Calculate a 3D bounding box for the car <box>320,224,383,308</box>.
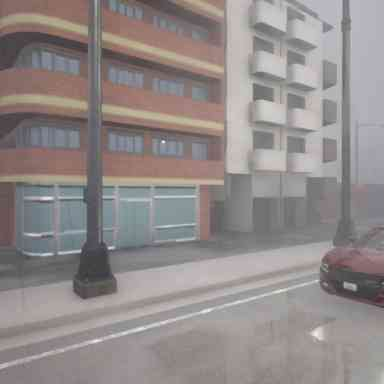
[{"bbox_3d":[4.935,1.477,7.617,5.008,1.535,1.882,0,0,-36],"label":"car"}]
